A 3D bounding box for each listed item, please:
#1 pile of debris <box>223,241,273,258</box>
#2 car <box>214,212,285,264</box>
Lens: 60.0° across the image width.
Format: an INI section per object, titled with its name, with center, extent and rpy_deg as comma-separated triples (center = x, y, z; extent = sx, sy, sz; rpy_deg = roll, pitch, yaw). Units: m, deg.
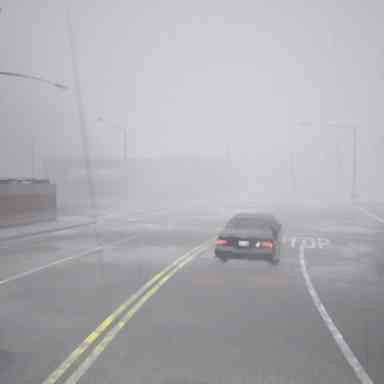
[pile of debris]
center = 2.030, 2.021, 11.832
extent = 1.500, 0.140, 1.860
rpy_deg = 1, 1, 18
[car]
center = 2.111, 1.402, 11.372
extent = 2.033, 1.411, 5.357
rpy_deg = 1, 1, 17
